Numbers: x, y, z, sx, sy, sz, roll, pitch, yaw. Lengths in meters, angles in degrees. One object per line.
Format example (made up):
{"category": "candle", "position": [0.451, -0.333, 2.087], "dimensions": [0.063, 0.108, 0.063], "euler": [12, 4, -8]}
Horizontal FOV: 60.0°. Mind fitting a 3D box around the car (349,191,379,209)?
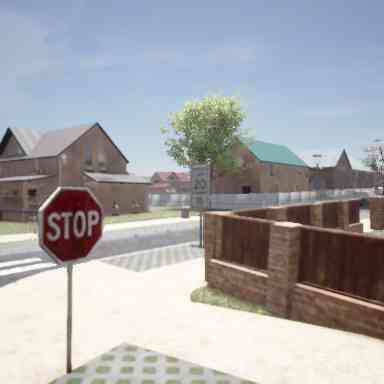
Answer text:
{"category": "car", "position": [17.390, 0.683, 33.317], "dimensions": [2.097, 1.767, 4.553], "euler": [0, 1, 44]}
